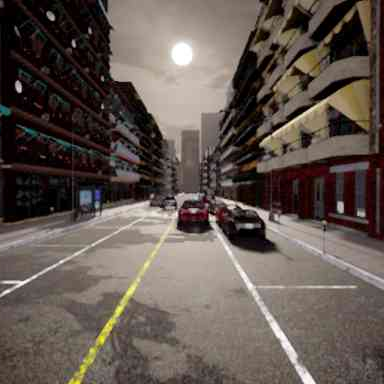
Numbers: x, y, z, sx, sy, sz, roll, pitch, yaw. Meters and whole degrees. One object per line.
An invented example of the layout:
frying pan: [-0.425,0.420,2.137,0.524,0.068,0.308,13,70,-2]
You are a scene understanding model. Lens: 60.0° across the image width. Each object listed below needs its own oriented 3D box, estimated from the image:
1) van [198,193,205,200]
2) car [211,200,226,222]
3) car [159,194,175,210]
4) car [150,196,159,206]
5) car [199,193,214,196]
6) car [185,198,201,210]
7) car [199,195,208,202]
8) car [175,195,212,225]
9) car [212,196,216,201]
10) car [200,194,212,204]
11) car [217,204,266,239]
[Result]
van: [2.551,1.114,90.393,1.690,1.788,3.998,-1,0,0]
car: [2.523,1.482,22.421,1.887,1.381,4.507,-1,0,0]
car: [-2.750,1.329,41.996,1.812,1.442,4.674,0,0,0]
car: [-5.327,1.303,50.976,1.967,1.590,4.097,-1,0,0]
car: [2.541,1.179,50.742,2.192,1.841,5.009,-1,0,0]
car: [0.100,1.486,41.995,1.895,1.301,4.718,0,0,0]
car: [2.554,1.356,73.400,1.887,1.381,4.507,-1,0,0]
car: [0.098,1.286,23.652,2.097,1.767,4.553,0,0,0]
car: [2.523,1.458,33.750,2.008,1.369,4.403,-1,0,0]
car: [2.558,1.277,62.071,1.967,1.590,4.097,-1,0,0]
car: [2.523,1.518,16.757,1.947,1.339,4.313,-1,0,0]
